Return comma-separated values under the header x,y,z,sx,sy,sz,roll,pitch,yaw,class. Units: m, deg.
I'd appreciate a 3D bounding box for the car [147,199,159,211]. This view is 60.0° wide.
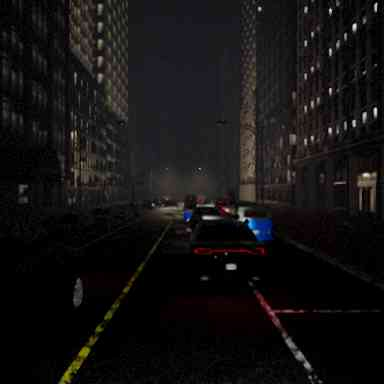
x,y,z,sx,sy,sz,roll,pitch,yaw,class
-5.890,1.737,43.901,2.008,1.369,4.403,-1,0,0,car

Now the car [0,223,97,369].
x,y,z,sx,sy,sz,roll,pitch,yaw,class
-3.122,1.499,4.961,1.882,1.535,5.008,0,0,0,car

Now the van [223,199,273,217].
x,y,z,sx,sy,sz,roll,pitch,yaw,class
2.614,1.407,15.521,1.690,1.788,3.998,-1,0,0,van

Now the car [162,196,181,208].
x,y,z,sx,sy,sz,roll,pitch,yaw,class
-3.239,1.788,52.960,1.994,1.385,4.181,0,0,0,car

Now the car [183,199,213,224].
x,y,z,sx,sy,sz,roll,pitch,yaw,class
0.530,1.588,25.956,1.882,1.535,5.008,0,0,6,car

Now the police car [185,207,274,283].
x,y,z,sx,sy,sz,roll,pitch,yaw,class
0.858,1.468,9.969,1.930,1.638,5.238,0,0,0,police car

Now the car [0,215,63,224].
x,y,z,sx,sy,sz,roll,pitch,yaw,class
-5.739,1.593,9.799,2.008,1.369,4.403,-1,0,0,car

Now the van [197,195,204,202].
x,y,z,sx,sy,sz,roll,pitch,yaw,class
2.288,1.714,89.407,1.690,1.788,3.998,-1,0,0,van

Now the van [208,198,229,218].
x,y,z,sx,sy,sz,roll,pitch,yaw,class
2.539,1.479,32.572,1.690,1.788,3.998,-1,0,0,van

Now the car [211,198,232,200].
x,y,z,sx,sy,sz,roll,pitch,yaw,class
2.563,1.428,26.888,2.192,1.841,5.009,-1,0,0,car

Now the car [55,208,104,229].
x,y,z,sx,sy,sz,roll,pitch,yaw,class
-5.764,1.633,15.483,1.947,1.339,4.313,-1,0,0,car

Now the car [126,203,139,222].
x,y,z,sx,sy,sz,roll,pitch,yaw,class
-5.815,1.665,26.850,2.008,1.369,4.403,-1,0,0,car

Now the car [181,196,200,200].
x,y,z,sx,sy,sz,roll,pitch,yaw,class
-0.194,1.675,46.854,1.882,1.535,5.008,0,0,0,car

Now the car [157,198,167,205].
x,y,z,sx,sy,sz,roll,pitch,yaw,class
-5.990,1.863,66.635,1.802,1.307,4.206,-1,0,0,car

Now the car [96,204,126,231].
x,y,z,sx,sy,sz,roll,pitch,yaw,class
-5.789,1.635,21.167,1.887,1.381,4.507,-1,0,0,car

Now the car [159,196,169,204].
x,y,z,sx,sy,sz,roll,pitch,yaw,class
-6.016,1.744,72.319,1.967,1.590,4.097,-1,0,0,car

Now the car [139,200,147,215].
x,y,z,sx,sy,sz,roll,pitch,yaw,class
-5.839,1.720,32.534,1.802,1.307,4.206,-1,0,0,car

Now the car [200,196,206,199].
x,y,z,sx,sy,sz,roll,pitch,yaw,class
2.441,1.783,55.304,2.008,1.369,4.403,-1,0,0,car

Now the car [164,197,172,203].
x,y,z,sx,sy,sz,roll,pitch,yaw,class
-6.065,1.876,83.516,1.752,1.417,4.829,-1,0,0,car

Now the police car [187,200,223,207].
x,y,z,sx,sy,sz,roll,pitch,yaw,class
0.813,1.510,19.970,1.930,1.638,5.238,0,0,0,police car

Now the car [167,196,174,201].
x,y,z,sx,sy,sz,roll,pitch,yaw,class
-6.116,1.963,95.053,1.947,1.339,4.313,-1,0,0,car

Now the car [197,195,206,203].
x,y,z,sx,sy,sz,roll,pitch,yaw,class
2.313,1.665,83.724,2.192,1.841,5.009,-1,0,0,car

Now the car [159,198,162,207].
x,y,z,sx,sy,sz,roll,pitch,yaw,class
-5.940,1.784,55.268,2.008,1.369,4.403,-1,0,0,car
